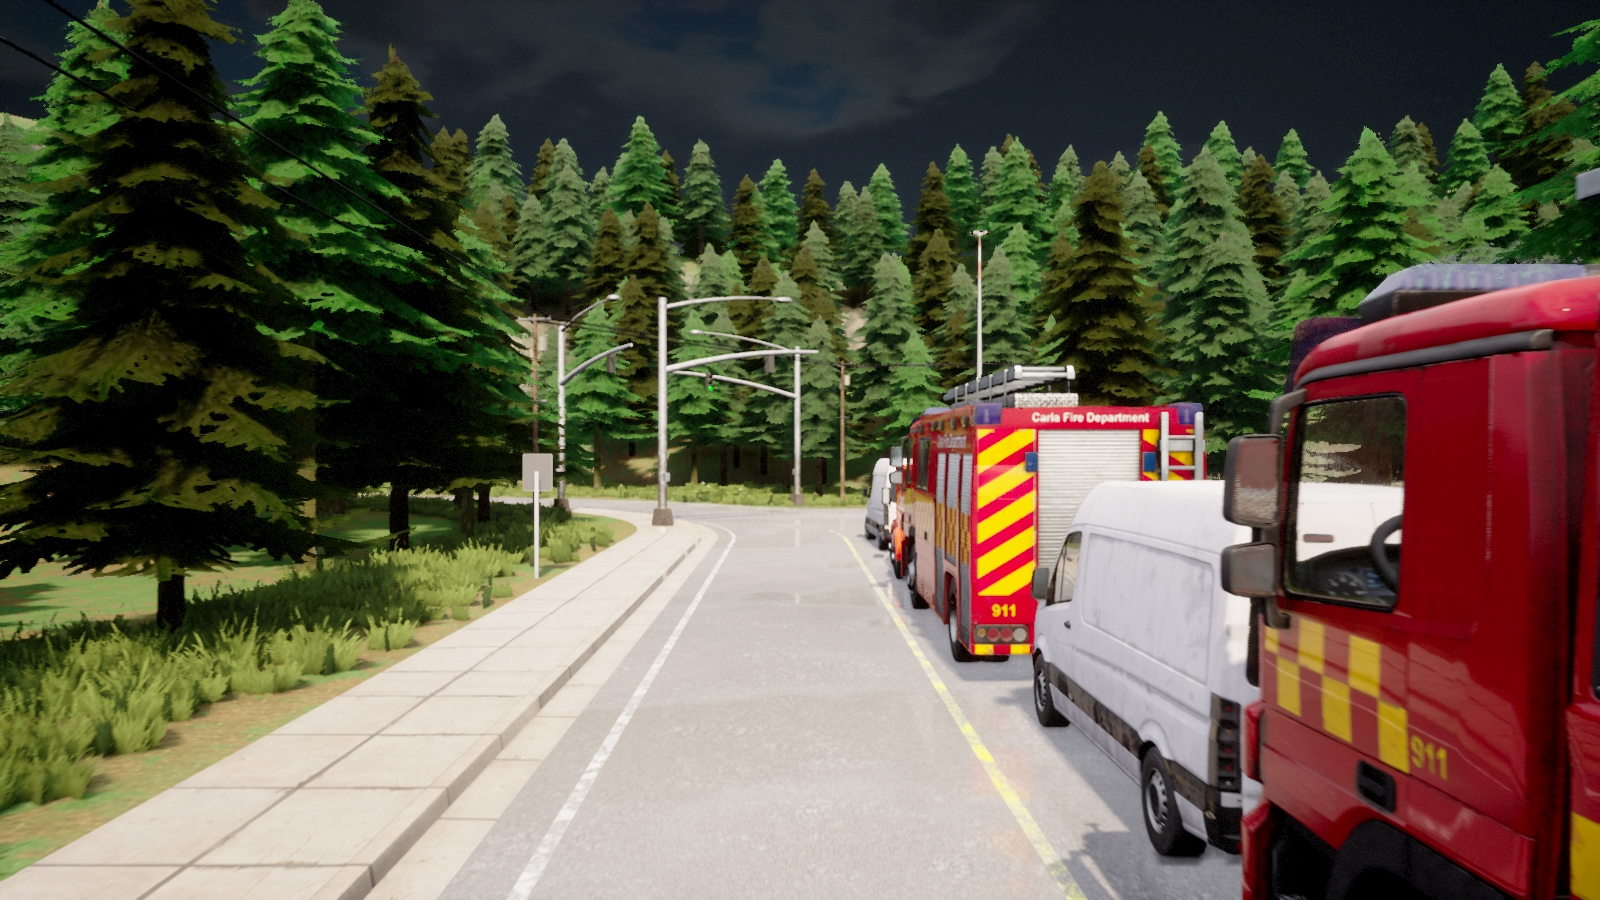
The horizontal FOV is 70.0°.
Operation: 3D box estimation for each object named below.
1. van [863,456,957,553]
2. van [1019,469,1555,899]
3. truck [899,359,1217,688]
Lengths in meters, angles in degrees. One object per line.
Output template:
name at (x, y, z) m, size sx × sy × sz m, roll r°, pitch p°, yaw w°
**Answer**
van at (3.120, 1.484, 33.608) m, size 1.988 × 2.561 × 5.915 m, roll 0°, pitch 0°, yaw -2°
van at (3.444, 1.500, 9.712) m, size 1.988 × 2.561 × 5.915 m, roll 0°, pitch 0°, yaw -1°
truck at (3.380, 0.851, 17.562) m, size 2.891 × 3.827 × 8.468 m, roll 0°, pitch 0°, yaw -1°
